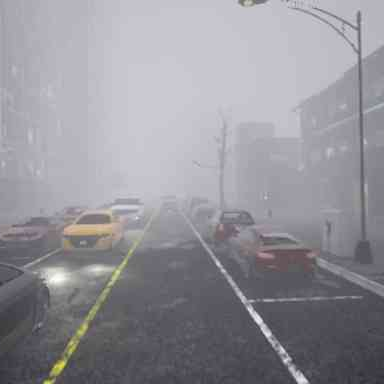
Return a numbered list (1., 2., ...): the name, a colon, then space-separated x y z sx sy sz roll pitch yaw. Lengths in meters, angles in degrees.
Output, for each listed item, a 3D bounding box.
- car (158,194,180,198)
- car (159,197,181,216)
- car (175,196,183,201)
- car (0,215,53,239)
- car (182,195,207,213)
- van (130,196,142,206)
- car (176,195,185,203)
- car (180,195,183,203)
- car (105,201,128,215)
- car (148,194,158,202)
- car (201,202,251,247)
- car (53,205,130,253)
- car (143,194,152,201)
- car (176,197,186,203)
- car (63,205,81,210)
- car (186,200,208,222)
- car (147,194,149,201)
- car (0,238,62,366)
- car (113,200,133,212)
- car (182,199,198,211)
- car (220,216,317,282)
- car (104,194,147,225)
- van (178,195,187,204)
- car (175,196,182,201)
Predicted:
1. car: -3.174 1.338 45.091 2.150 2.045 5.566 -1 0 -4
2. car: -2.371 1.598 34.671 1.837 1.490 4.892 -1 0 -4
3. car: -3.483 1.678 86.951 1.887 1.381 4.507 0 0 -4
4. car: -6.659 1.692 14.429 1.802 1.307 4.206 0 0 -4
5. car: 0.504 1.370 31.627 2.192 1.841 5.009 0 0 -4
6. van: -9.846 1.543 58.687 1.690 1.788 3.998 0 0 -4
7. car: -2.685 1.564 75.886 1.967 1.590 4.097 0 0 -4
8. car: 0.106 1.383 37.162 2.192 1.841 5.009 0 0 -4
9. car: -8.253 1.747 36.558 1.802 1.307 4.206 0 0 -4
10. car: -8.520 1.342 77.474 1.837 1.490 4.892 -1 0 -4
11. car: 1.699 1.452 15.032 1.967 1.590 4.097 0 0 -4
12. car: -4.071 1.557 14.389 1.882 1.535 5.008 -1 0 -4
13. car: -12.238 1.550 91.878 2.192 1.841 5.009 0 0 -4
14. car: -2.287 1.684 70.354 1.947 1.339 4.313 0 0 -4
15. car: -7.057 1.565 19.961 1.967 1.590 4.097 0 0 -4
16. car: 0.902 1.593 26.095 2.008 1.369 4.403 0 0 -4
17. car: -11.841 1.813 86.346 1.802 1.307 4.206 0 0 -4
18. car: -3.321 1.612 4.048 1.994 1.385 4.181 -1 0 -4
19. car: -8.651 1.721 42.090 1.887 1.381 4.507 0 0 -4
20. car: -0.305 1.604 42.863 1.752 1.417 4.829 0 0 -4
21. car: 2.098 1.577 9.497 1.802 1.307 4.206 0 0 -4
22. car: -4.830 1.329 25.052 2.150 2.045 5.566 -1 0 -4
23. van: -1.888 1.453 64.822 1.690 1.788 3.998 0 0 -4
24. car: -3.881 1.719 92.482 1.802 1.307 4.206 0 0 -4
